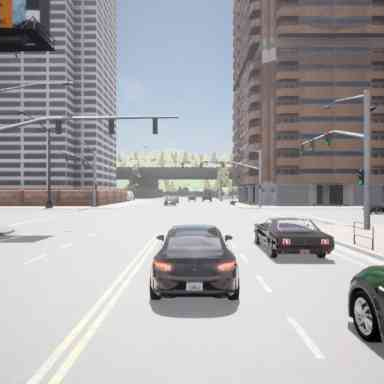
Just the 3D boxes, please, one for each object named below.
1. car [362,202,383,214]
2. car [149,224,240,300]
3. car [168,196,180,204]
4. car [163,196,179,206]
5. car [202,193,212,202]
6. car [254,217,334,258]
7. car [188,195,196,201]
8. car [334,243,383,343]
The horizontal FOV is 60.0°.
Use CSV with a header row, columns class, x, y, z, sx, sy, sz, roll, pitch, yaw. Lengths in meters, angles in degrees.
class,x,y,z,sx,sy,sz,roll,pitch,yaw
car,19.963,1.601,33.724,4.718,1.301,1.895,0,0,1
car,0.062,1.526,8.249,1.812,1.442,4.674,0,0,0
car,-3.530,1.491,65.222,2.128,1.511,4.902,0,0,1
car,-3.590,1.491,54.818,2.128,1.511,4.902,0,0,-1
car,3.514,1.225,78.002,2.150,2.045,5.566,0,0,0
car,3.605,1.601,12.702,1.895,1.301,4.718,0,0,1
car,0.014,1.425,77.292,1.837,1.490,4.892,0,0,0
car,3.601,1.352,3.617,2.097,1.767,4.553,0,0,0
